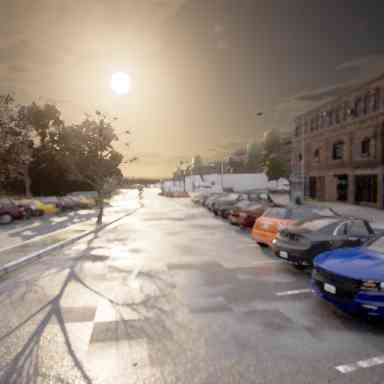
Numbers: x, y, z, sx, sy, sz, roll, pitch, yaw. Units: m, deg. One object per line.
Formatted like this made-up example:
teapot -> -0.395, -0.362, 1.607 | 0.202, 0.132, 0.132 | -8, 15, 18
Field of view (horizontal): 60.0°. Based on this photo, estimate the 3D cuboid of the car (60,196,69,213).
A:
car -> -14.234, 1.174, 31.018 | 4.553, 1.767, 2.185 | -1, 1, -23

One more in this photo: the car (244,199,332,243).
car -> 4.642, 1.264, 12.715 | 4.553, 1.767, 2.185 | 1, 0, -21

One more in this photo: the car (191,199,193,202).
car -> 2.823, 1.002, 48.925 | 4.553, 1.767, 2.185 | 0, 1, -25

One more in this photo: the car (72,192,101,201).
car -> -15.284, 1.077, 45.789 | 4.553, 1.767, 2.185 | -1, 1, -25

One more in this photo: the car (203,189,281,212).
car -> 4.179, 1.028, 27.799 | 5.566, 2.045, 2.435 | 1, 1, -23

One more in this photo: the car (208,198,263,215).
car -> 4.049, 1.298, 30.838 | 4.674, 1.452, 2.002 | 1, 0, -23

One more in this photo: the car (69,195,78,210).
car -> -14.433, 1.321, 33.965 | 4.674, 1.452, 2.002 | -1, 1, -23

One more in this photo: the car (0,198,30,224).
car -> -13.835, 1.358, 22.135 | 5.008, 1.535, 2.097 | -1, 1, -22

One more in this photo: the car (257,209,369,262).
car -> 4.695, 1.413, 9.696 | 4.892, 1.521, 2.231 | 1, 0, -21

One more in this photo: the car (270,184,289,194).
car -> 17.074, -0.281, 67.049 | 2.002, 1.452, 4.674 | -7, 4, -30

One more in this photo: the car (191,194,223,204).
car -> 2.413, 1.120, 54.902 | 4.792, 1.488, 2.163 | 0, 0, -26

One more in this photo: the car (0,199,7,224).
car -> -13.709, 1.407, 19.192 | 4.792, 1.488, 2.163 | -1, 0, -22

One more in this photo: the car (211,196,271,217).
car -> 4.336, 1.302, 24.796 | 5.008, 1.535, 2.097 | 1, 1, -23

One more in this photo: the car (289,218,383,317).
car -> 4.745, 1.434, 6.678 | 5.008, 1.535, 2.097 | 1, 1, -21

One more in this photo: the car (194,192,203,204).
car -> 3.291, 1.172, 42.893 | 4.892, 1.521, 2.231 | 1, 1, -25

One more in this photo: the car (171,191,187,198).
car -> -2.667, 0.901, 92.428 | 4.553, 1.767, 2.185 | 0, 0, -30

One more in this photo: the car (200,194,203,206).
car -> 3.706, 1.254, 36.865 | 4.674, 1.452, 2.002 | 1, 1, -24

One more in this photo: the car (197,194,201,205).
car -> 3.498, 1.232, 39.883 | 4.674, 1.452, 2.002 | 0, 0, -24

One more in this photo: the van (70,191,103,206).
van -> -15.476, 0.956, 48.776 | 4.442, 1.987, 1.878 | -1, 0, -25

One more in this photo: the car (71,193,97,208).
car -> -14.676, 1.236, 39.954 | 5.366, 1.575, 1.946 | -1, 0, -24

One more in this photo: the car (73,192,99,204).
car -> -15.238, 1.223, 42.749 | 5.366, 1.575, 1.946 | -1, 1, -24

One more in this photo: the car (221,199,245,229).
car -> 4.528, 1.346, 18.762 | 5.008, 1.535, 2.097 | 1, 0, -22

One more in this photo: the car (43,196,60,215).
car -> -14.274, 1.320, 27.977 | 5.366, 1.575, 1.946 | -1, 1, -23

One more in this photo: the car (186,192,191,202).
car -> 2.351, 1.101, 51.842 | 5.366, 1.575, 1.946 | 0, 1, -26

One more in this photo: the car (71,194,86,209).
car -> -14.628, 1.302, 36.920 | 4.674, 1.452, 2.002 | -1, 1, -24

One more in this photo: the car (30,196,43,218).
car -> -13.997, 1.214, 25.085 | 4.553, 1.767, 2.185 | -1, 0, -22

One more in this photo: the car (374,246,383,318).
car -> 4.923, 1.454, 3.735 | 5.366, 1.575, 1.946 | 1, 0, -20
